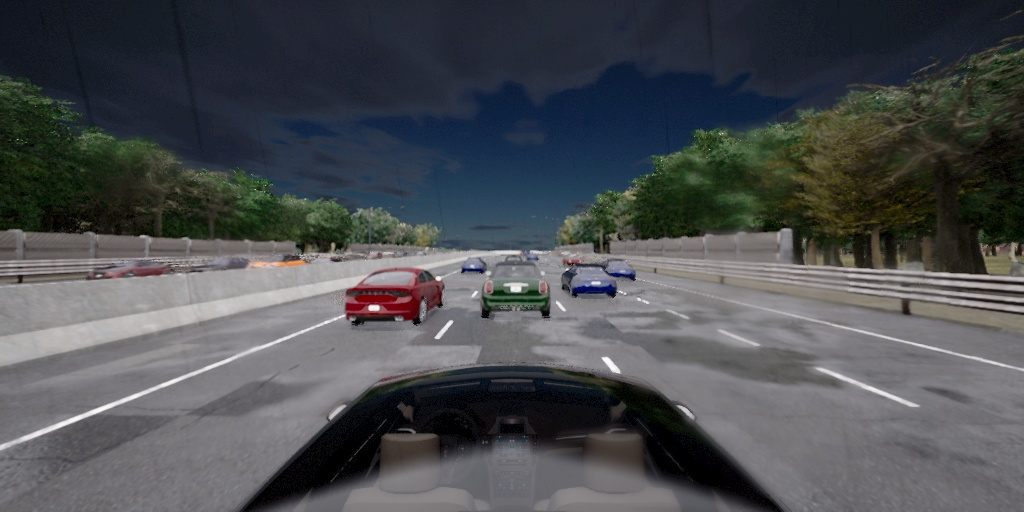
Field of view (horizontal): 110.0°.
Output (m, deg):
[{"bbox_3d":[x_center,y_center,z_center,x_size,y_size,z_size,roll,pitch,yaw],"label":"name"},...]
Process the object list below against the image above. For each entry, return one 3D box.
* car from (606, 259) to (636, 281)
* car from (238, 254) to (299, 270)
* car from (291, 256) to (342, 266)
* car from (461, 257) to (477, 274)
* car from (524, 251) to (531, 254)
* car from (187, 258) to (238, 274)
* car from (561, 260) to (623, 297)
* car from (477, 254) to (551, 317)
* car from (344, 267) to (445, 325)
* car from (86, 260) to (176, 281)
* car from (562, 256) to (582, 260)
[{"bbox_3d":[7.139,0.922,25.120,1.994,1.385,4.181,0,1,0],"label":"car"},{"bbox_3d":[-17.550,0.677,26.835,2.097,1.767,4.553,0,1,0],"label":"car"},{"bbox_3d":[-14.051,0.850,26.847,1.812,1.442,4.674,0,1,0],"label":"car"},{"bbox_3d":[-3.343,0.787,32.127,1.994,1.385,4.181,0,1,0],"label":"car"},{"bbox_3d":[3.619,0.051,64.974,1.994,1.385,4.181,0,1,0],"label":"car"},{"bbox_3d":[-21.052,0.876,26.629,2.033,1.411,5.357,0,1,0],"label":"car"},{"bbox_3d":[3.529,1.073,17.051,1.994,1.385,4.181,0,1,0],"label":"car"},{"bbox_3d":[0.120,0.938,12.487,2.097,1.767,4.553,0,1,0],"label":"car"},{"bbox_3d":[-3.382,1.085,11.272,1.882,1.535,5.008,0,1,0],"label":"car"},{"bbox_3d":[-24.556,0.955,23.317,1.994,1.385,4.181,0,1,0],"label":"car"},{"bbox_3d":[7.178,0.600,42.988,1.895,1.301,4.718,0,1,0],"label":"car"}]
